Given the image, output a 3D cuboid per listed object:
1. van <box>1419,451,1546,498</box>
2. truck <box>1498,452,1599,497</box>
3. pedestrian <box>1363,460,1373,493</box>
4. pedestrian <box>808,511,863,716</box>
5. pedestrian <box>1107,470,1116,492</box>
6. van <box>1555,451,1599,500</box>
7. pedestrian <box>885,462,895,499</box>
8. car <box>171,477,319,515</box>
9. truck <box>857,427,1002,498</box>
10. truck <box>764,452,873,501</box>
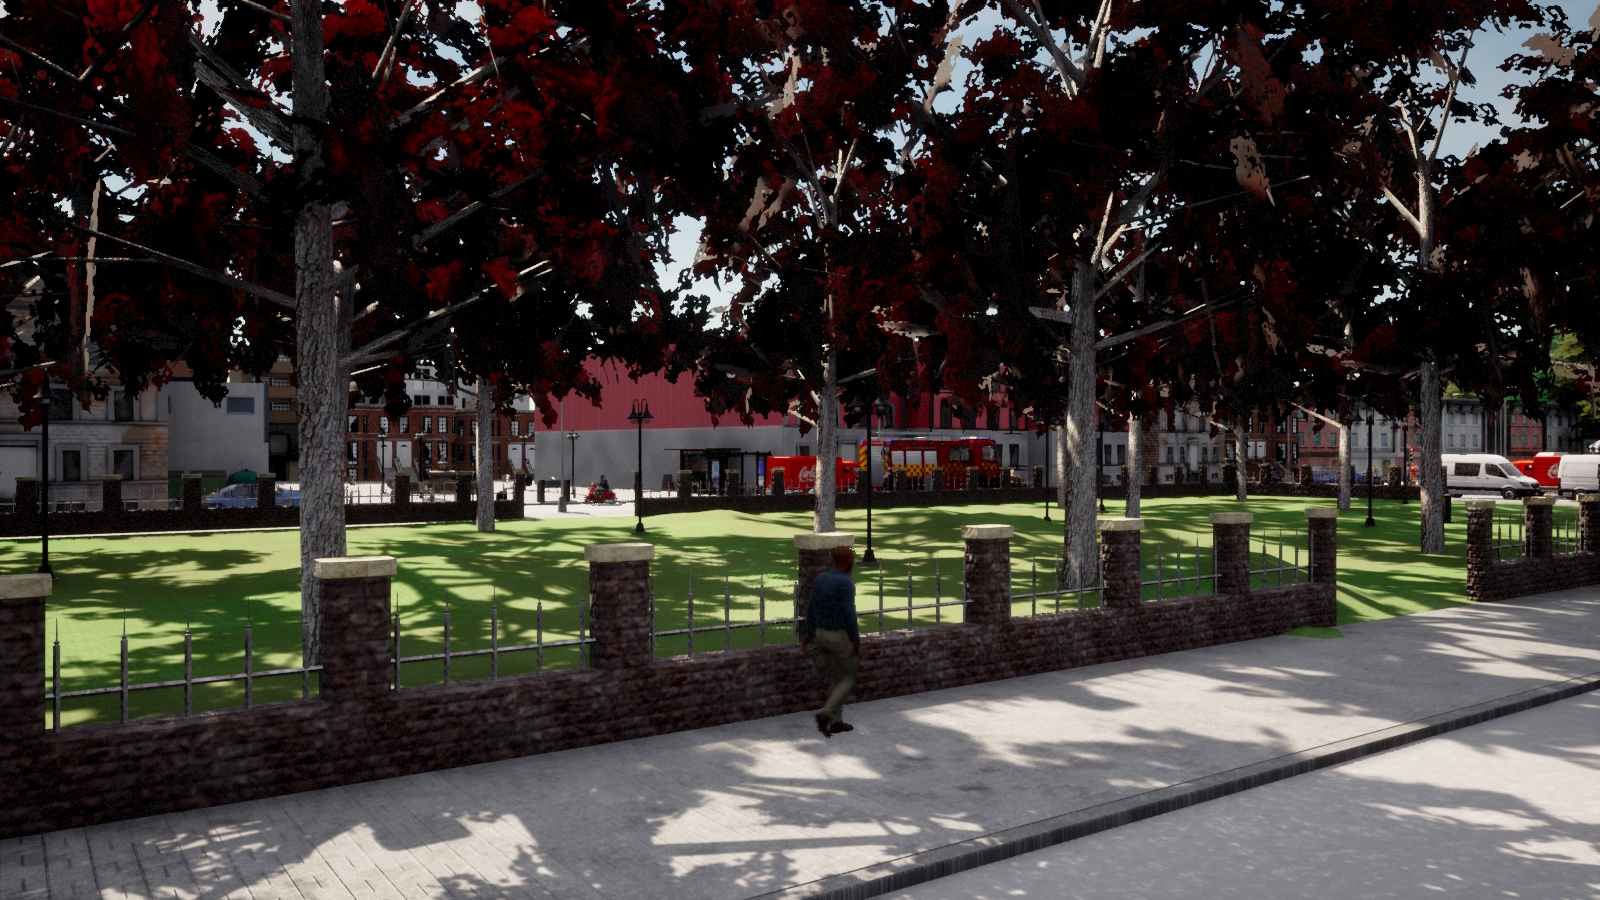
[{"bbox_3d":[38.735,1.314,65.046,1.988,2.561,5.915,0,0,-34],"label":"van"},{"bbox_3d":[43.313,1.345,65.355,2.627,2.467,5.204,0,0,-35],"label":"truck"},{"bbox_3d":[32.233,1.523,64.834,0.375,1.860,0.375,0,0,-34],"label":"pedestrian"},{"bbox_3d":[0.336,1.525,10.801,0.375,1.860,0.375,0,0,-35],"label":"pedestrian"},{"bbox_3d":[18.097,1.804,66.436,0.375,1.300,0.375,0,0,-35],"label":"pedestrian"},{"bbox_3d":[42.801,1.314,59.145,1.988,2.561,5.915,0,0,-34],"label":"van"},{"bbox_3d":[4.483,1.524,56.950,0.375,1.860,0.375,0,0,-36],"label":"pedestrian"},{"bbox_3d":[-23.375,1.886,48.188,5.357,1.411,2.033,0,0,-35],"label":"car"},{"bbox_3d":[7.473,0.671,65.186,8.468,3.827,2.891,0,0,-35],"label":"truck"},{"bbox_3d":[0.982,1.348,60.339,5.204,2.467,2.627,0,0,-35],"label":"truck"}]
